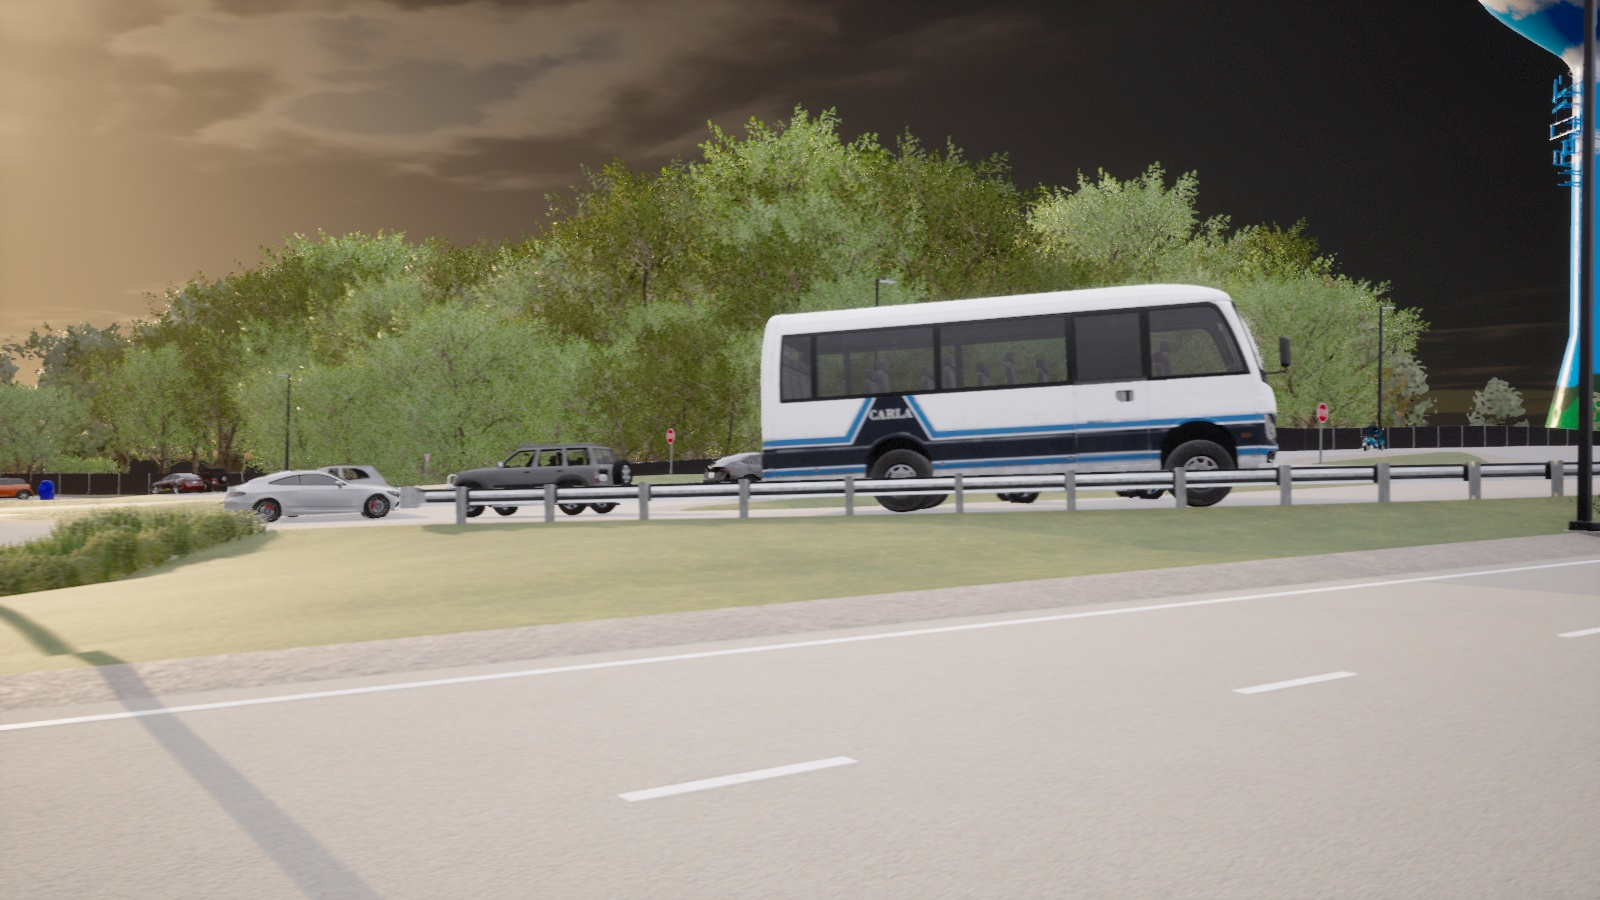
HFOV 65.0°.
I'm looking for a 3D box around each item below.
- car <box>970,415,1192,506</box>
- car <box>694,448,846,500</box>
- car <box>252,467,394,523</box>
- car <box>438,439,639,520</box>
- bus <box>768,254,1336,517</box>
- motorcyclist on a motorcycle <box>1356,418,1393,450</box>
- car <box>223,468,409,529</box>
[{"bbox_3d":[6.405,0.241,29.023,4.605,1.855,1.932,-2,0,-2],"label":"car"},{"bbox_3d":[-1.003,0.794,43.544,4.792,1.488,2.163,-3,2,-33],"label":"car"},{"bbox_3d":[-14.514,1.325,38.266,3.633,1.501,1.845,-2,1,-36],"label":"car"},{"bbox_3d":[-6.646,0.787,32.010,4.605,1.855,1.932,-2,-2,18],"label":"car"},{"bbox_3d":[4.920,-0.994,25.456,10.273,4.253,3.944,-3,-3,15],"label":"bus"},{"bbox_3d":[29.939,-0.838,65.439,1.817,1.590,0.866,-2,1,-31],"label":"motorcyclist on a motorcycle"},{"bbox_3d":[-13.499,1.328,35.085,4.674,1.442,1.812,-2,0,-26],"label":"car"}]
